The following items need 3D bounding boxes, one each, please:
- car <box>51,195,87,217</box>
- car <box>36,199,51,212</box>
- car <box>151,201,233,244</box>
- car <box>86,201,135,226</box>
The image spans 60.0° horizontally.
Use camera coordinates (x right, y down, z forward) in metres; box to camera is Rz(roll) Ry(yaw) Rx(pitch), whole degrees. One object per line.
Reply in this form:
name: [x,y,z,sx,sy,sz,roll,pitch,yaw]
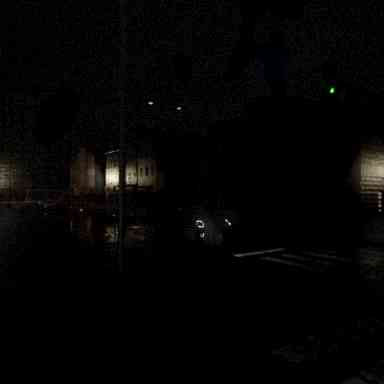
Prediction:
car: [-11.546,1.272,32.058,2.150,2.045,5.566,1,0,-35]
car: [-17.513,1.598,40.513,1.812,1.442,4.674,0,0,-35]
car: [-0.120,1.362,16.033,2.097,1.767,4.553,1,0,-36]
car: [-5.806,1.555,23.985,1.812,1.442,4.674,1,0,-35]
